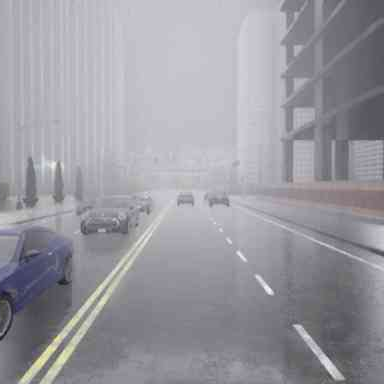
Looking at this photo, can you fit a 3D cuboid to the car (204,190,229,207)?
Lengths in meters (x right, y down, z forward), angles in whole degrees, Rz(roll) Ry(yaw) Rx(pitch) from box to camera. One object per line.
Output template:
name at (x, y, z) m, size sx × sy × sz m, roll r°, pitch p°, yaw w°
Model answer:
car at (2.823, 0.620, 36.540) m, size 2.097 × 1.767 × 4.553 m, roll 0°, pitch 1°, yaw -1°

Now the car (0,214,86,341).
car at (-3.674, 1.403, 6.299) m, size 1.812 × 1.442 × 4.674 m, roll 0°, pitch 1°, yaw -1°

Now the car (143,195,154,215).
car at (-4.118, 0.964, 26.784) m, size 2.128 × 1.511 × 4.902 m, roll 0°, pitch 1°, yaw -1°

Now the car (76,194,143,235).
car at (-3.908, 1.028, 16.480) m, size 2.097 × 1.767 × 4.553 m, roll 0°, pitch 1°, yaw -1°

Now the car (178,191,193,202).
car at (-0.950, 0.600, 48.474) m, size 1.994 × 1.385 × 4.181 m, roll 0°, pitch 1°, yaw -1°

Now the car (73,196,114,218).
car at (-7.515, 1.107, 25.826) m, size 1.994 × 1.385 × 4.181 m, roll 0°, pitch 1°, yaw -1°

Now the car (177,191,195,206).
car at (-0.704, 0.733, 38.218) m, size 2.128 × 1.511 × 4.902 m, roll 0°, pitch 1°, yaw -1°
